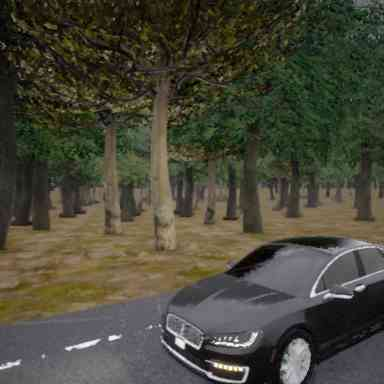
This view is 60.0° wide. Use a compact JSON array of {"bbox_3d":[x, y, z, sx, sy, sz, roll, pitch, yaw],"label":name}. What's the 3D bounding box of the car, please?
[{"bbox_3d":[1.841,1.525,5.299,4.892,1.490,1.837,0,0,-35],"label":"car"}]
